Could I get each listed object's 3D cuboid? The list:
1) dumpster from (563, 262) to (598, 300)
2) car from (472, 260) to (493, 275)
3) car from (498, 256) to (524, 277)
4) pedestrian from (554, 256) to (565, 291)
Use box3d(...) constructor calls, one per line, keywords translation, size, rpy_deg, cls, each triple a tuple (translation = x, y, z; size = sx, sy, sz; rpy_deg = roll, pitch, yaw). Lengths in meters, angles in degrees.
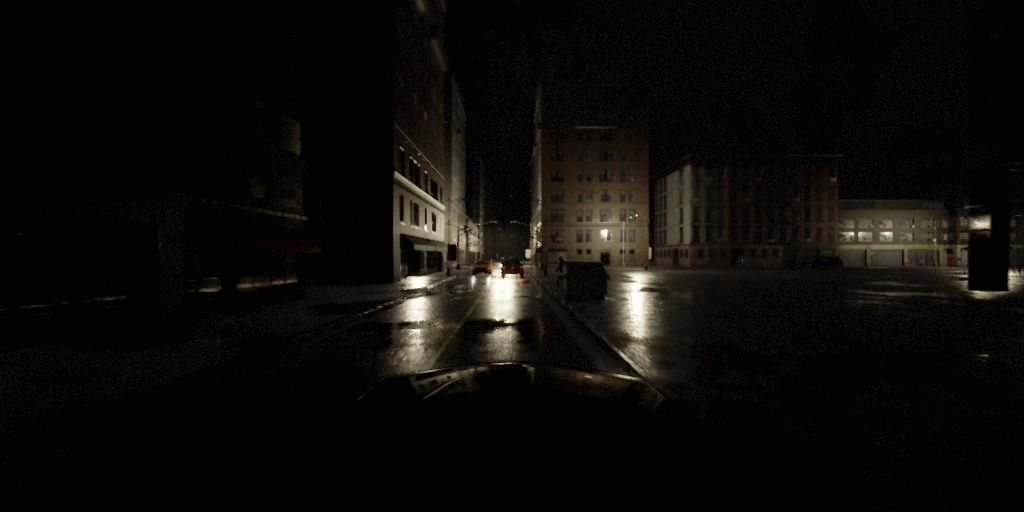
box3d(translation=(3.131, 1.132, 16.575), size=(1.020, 1.700, 1.940), rpy_deg=(0, 0, 0), cls="dumpster")
box3d(translation=(-3.063, 1.192, 37.800), size=(1.882, 1.535, 5.008), rpy_deg=(0, 0, 0), cls="car")
box3d(translation=(0.065, 1.071, 34.248), size=(2.097, 1.767, 4.553), rpy_deg=(0, 0, 0), cls="car")
box3d(translation=(2.463, 0.876, 17.884), size=(0.375, 1.860, 0.375), rpy_deg=(0, 0, -5), cls="pedestrian")
